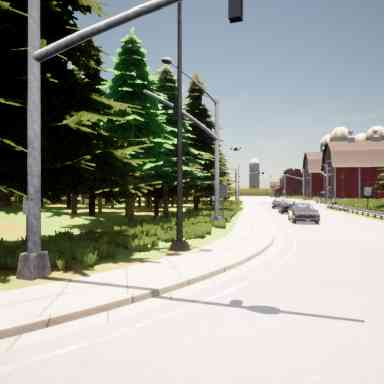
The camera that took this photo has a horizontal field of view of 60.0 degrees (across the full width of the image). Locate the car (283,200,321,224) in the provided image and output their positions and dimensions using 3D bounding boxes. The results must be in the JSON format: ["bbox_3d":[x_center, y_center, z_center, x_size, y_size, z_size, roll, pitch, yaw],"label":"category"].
[{"bbox_3d":[8.389,1.547,25.308,2.033,1.411,5.357,0,0,10],"label":"car"}]

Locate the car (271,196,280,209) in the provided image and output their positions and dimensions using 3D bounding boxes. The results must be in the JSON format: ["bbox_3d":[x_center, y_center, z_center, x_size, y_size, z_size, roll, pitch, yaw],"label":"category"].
[{"bbox_3d":[11.786,1.564,44.727,1.994,1.385,4.181,0,0,9],"label":"car"}]

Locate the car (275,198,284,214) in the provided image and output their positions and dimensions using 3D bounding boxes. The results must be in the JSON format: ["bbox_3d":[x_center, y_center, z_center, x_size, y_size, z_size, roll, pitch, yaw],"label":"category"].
[{"bbox_3d":[10.116,1.601,34.804,1.895,1.301,4.718,0,0,10],"label":"car"}]
